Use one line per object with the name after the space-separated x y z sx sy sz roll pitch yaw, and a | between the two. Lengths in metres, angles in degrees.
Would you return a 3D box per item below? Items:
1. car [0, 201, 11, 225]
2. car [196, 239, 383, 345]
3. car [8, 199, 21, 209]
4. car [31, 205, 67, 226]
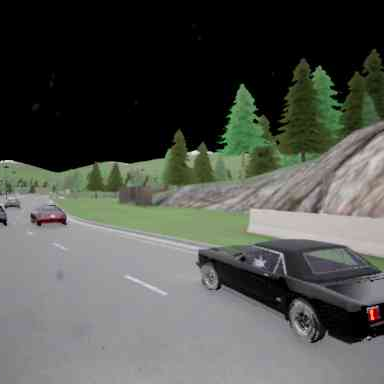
-14.497 1.640 24.203 1.994 1.385 4.181 0 0 -30 | car
1.861 1.595 6.562 1.895 1.301 4.718 0 0 -26 | car
-25.720 1.685 47.923 2.033 1.411 5.357 0 0 -27 | car
-10.485 1.622 24.226 1.994 1.385 4.181 0 0 -32 | car
